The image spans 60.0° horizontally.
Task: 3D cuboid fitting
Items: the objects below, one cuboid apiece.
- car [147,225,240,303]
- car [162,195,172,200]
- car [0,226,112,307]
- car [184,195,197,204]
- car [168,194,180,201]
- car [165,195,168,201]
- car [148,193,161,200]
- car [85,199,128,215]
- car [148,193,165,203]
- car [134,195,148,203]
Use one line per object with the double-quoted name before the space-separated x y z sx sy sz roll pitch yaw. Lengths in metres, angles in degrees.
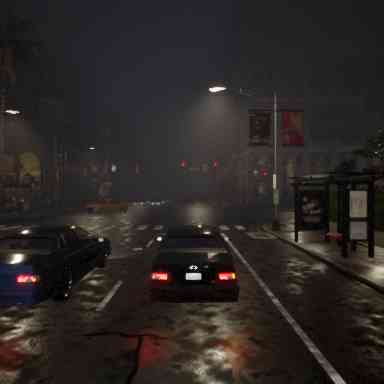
"car" 0.024 1.546 8.421 2.033 1.411 5.357 0 0 0
"car" -6.814 1.485 90.999 1.837 1.490 4.892 0 0 9
"car" -3.476 1.546 8.236 2.033 1.411 5.357 0 0 0
"car" -0.519 1.536 65.462 2.033 1.411 5.357 0 0 1
"car" -4.107 1.342 82.036 2.097 1.767 4.553 0 0 0
"car" -7.594 1.342 80.691 2.097 1.767 4.553 0 0 0
"car" -10.335 1.210 91.181 2.150 2.045 5.566 0 0 9
"car" -8.635 1.472 33.890 1.882 1.535 5.008 -1 0 29
"car" -7.518 1.541 70.508 1.994 1.385 4.181 0 0 0
"car" -11.018 1.541 70.462 1.994 1.385 4.181 0 0 0
